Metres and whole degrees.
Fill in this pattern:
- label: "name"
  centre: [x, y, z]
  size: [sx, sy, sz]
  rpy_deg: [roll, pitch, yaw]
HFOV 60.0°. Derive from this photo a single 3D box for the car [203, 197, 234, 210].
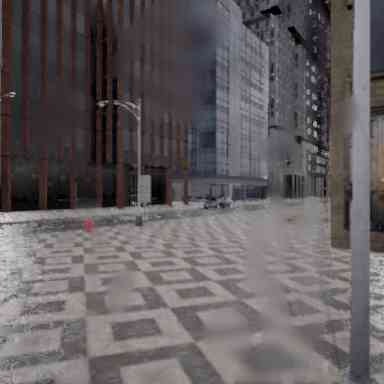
- label: "car"
  centre: [3.125, 1.315, 38.895]
  size: [1.837, 1.490, 4.892]
  rpy_deg: [0, 0, 36]
